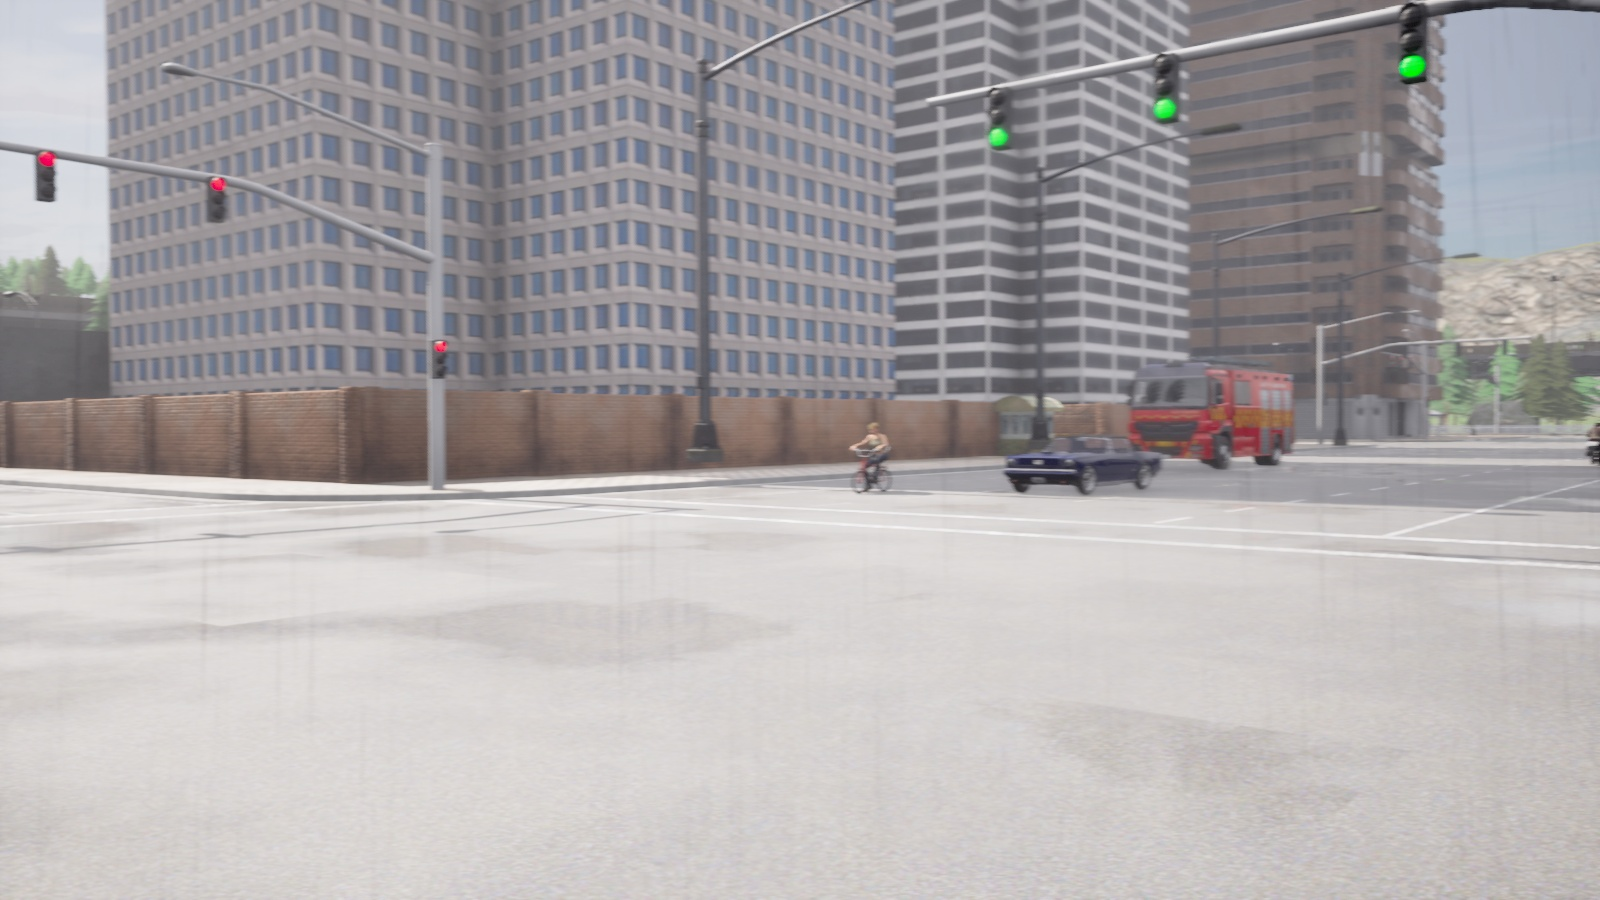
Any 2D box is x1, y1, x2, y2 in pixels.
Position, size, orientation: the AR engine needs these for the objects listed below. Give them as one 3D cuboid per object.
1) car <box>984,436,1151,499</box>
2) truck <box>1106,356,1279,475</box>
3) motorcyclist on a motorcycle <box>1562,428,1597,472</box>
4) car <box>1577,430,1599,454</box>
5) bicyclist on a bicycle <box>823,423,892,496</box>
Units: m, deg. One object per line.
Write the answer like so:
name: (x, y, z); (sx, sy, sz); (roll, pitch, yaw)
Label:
car: (6.352, 0.354, 29.480); (1.895, 1.301, 4.718); (1, 1, 39)
truck: (14.092, -1.194, 44.537); (2.891, 3.827, 8.468); (1, 1, 39)
motorcyclist on a motorcycle: (27.769, -0.021, 44.732); (0.797, 1.523, 2.044); (1, 1, 39)
car: (46.262, -0.470, 73.077); (1.481, 1.376, 2.207); (1, 2, 39)
bicyclist on a bicycle: (1.331, 0.192, 28.823); (0.866, 1.612, 1.509); (1, 1, 39)
